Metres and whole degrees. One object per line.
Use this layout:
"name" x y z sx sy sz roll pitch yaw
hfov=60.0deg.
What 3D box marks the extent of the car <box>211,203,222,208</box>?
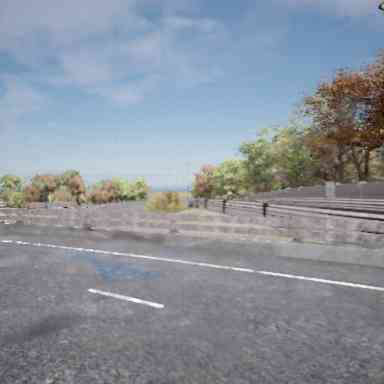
"car" 4.882 2.536 67.394 1.837 1.490 4.892 -1 -4 -3
